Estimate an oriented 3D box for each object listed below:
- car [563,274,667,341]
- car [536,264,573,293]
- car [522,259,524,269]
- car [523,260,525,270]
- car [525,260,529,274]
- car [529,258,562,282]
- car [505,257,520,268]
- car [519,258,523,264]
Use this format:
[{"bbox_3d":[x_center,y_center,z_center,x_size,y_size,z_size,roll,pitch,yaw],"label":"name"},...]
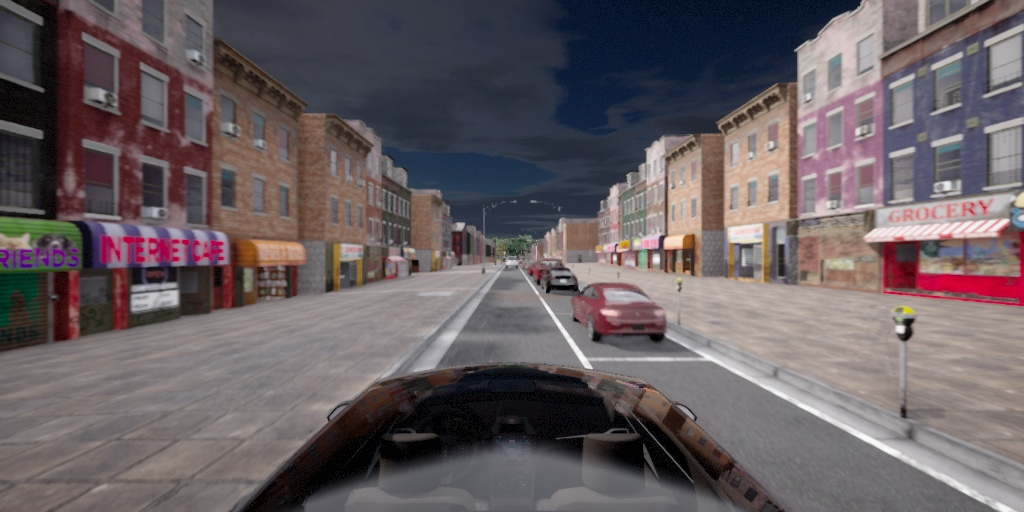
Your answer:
[{"bbox_3d":[2.636,1.333,9.535,1.802,1.307,4.207,0,0,0],"label":"car"},{"bbox_3d":[2.634,1.329,20.469,1.948,1.339,4.313,0,0,0],"label":"car"},{"bbox_3d":[2.629,1.362,47.972,1.751,1.417,4.829,0,0,0],"label":"car"},{"bbox_3d":[2.630,1.383,42.335,1.948,1.339,4.313,0,0,0],"label":"car"},{"bbox_3d":[2.631,1.345,36.869,1.888,1.381,4.507,0,0,0],"label":"car"},{"bbox_3d":[2.633,1.087,25.935,2.192,1.841,5.009,0,0,0],"label":"car"},{"bbox_3d":[-0.012,1.126,63.460,2.150,2.045,5.566,0,0,0],"label":"car"},{"bbox_3d":[2.626,1.321,58.735,1.967,1.591,4.097,0,0,0],"label":"car"}]
